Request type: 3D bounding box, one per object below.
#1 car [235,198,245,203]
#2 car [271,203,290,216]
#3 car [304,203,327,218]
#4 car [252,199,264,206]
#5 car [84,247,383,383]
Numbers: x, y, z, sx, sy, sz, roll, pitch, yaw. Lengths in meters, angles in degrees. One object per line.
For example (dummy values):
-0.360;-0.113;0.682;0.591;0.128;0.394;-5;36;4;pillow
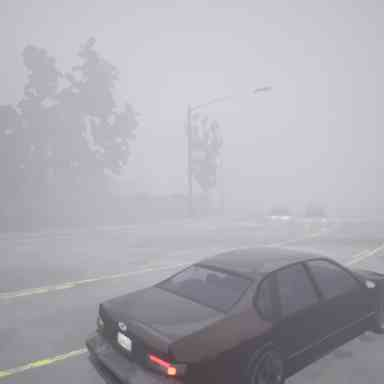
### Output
11.315;2.015;78.629;2.097;1.767;4.553;-1;-1;-1;car
9.890;1.968;37.257;1.994;1.385;4.181;-1;-1;15;car
12.511;1.845;33.821;1.812;1.442;4.674;-1;-1;18;car
14.881;2.318;75.412;2.128;1.511;4.902;-1;-1;-1;car
1.250;1.578;4.984;5.357;1.411;2.033;0;0;-39;car
